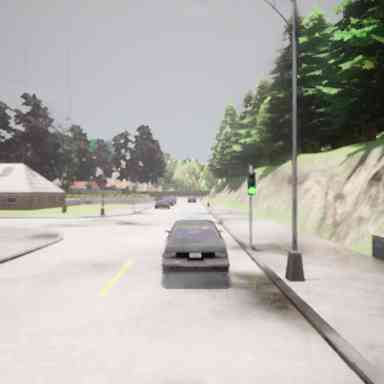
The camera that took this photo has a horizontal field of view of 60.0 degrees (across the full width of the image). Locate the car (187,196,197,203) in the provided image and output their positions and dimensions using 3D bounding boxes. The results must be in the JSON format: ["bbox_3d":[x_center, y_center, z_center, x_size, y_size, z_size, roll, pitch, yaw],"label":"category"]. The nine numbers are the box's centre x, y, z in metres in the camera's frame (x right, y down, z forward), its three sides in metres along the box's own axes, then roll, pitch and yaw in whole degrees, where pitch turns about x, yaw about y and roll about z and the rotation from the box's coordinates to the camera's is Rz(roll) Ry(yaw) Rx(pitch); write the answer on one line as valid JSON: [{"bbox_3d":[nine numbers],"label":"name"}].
[{"bbox_3d":[0.023,1.675,71.032,2.128,1.511,4.902,0,0,0],"label":"car"}]

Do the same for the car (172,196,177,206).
[{"bbox_3d":[-4.047,1.604,56.400,1.882,1.535,5.008,0,0,1],"label":"car"}]

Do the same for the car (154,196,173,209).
[{"bbox_3d":[-4.081,1.668,46.396,1.994,1.385,4.181,0,0,0],"label":"car"}]

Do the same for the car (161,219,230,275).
[{"bbox_3d":[0.062,1.571,10.488,2.033,1.411,5.357,0,0,0],"label":"car"}]

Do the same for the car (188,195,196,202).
[{"bbox_3d":[0.027,1.590,81.392,1.812,1.442,4.674,0,0,0],"label":"car"}]

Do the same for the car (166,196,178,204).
[{"bbox_3d":[-3.978,1.641,66.492,2.128,1.511,4.902,0,0,0],"label":"car"}]
